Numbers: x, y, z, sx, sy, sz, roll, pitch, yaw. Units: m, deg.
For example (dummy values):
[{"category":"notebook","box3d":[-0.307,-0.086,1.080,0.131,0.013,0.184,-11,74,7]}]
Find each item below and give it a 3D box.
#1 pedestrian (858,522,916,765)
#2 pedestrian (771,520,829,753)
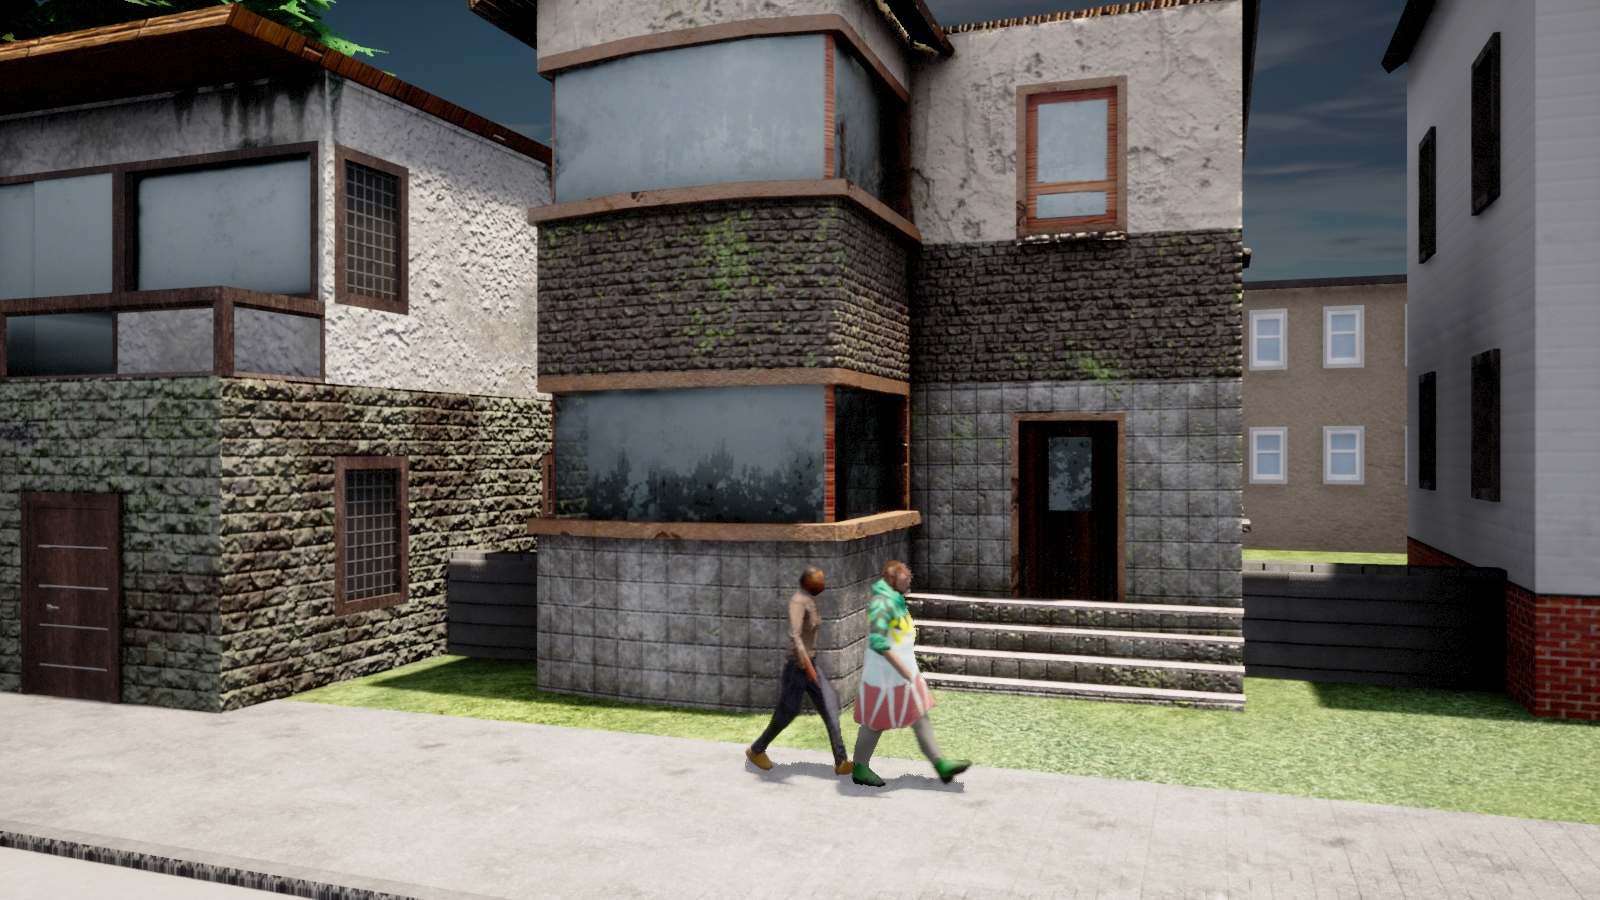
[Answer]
[{"category":"pedestrian","box3d":[0.701,1.525,9.155,0.375,1.860,0.375,0,0,21]},{"category":"pedestrian","box3d":[0.003,1.525,9.499,0.375,1.860,0.375,0,0,20]}]
